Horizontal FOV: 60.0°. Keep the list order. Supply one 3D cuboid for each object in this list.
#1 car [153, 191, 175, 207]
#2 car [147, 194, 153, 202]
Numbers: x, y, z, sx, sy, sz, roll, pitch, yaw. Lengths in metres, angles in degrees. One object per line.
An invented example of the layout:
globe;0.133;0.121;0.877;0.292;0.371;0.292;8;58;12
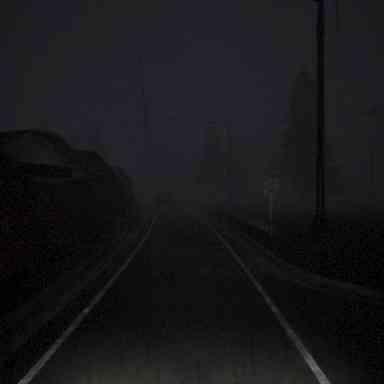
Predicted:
car;-3.557;0.890;44.031;2.150;2.045;5.566;0;0;-10
car;-6.808;1.087;58.891;1.812;1.442;4.674;0;0;-15
